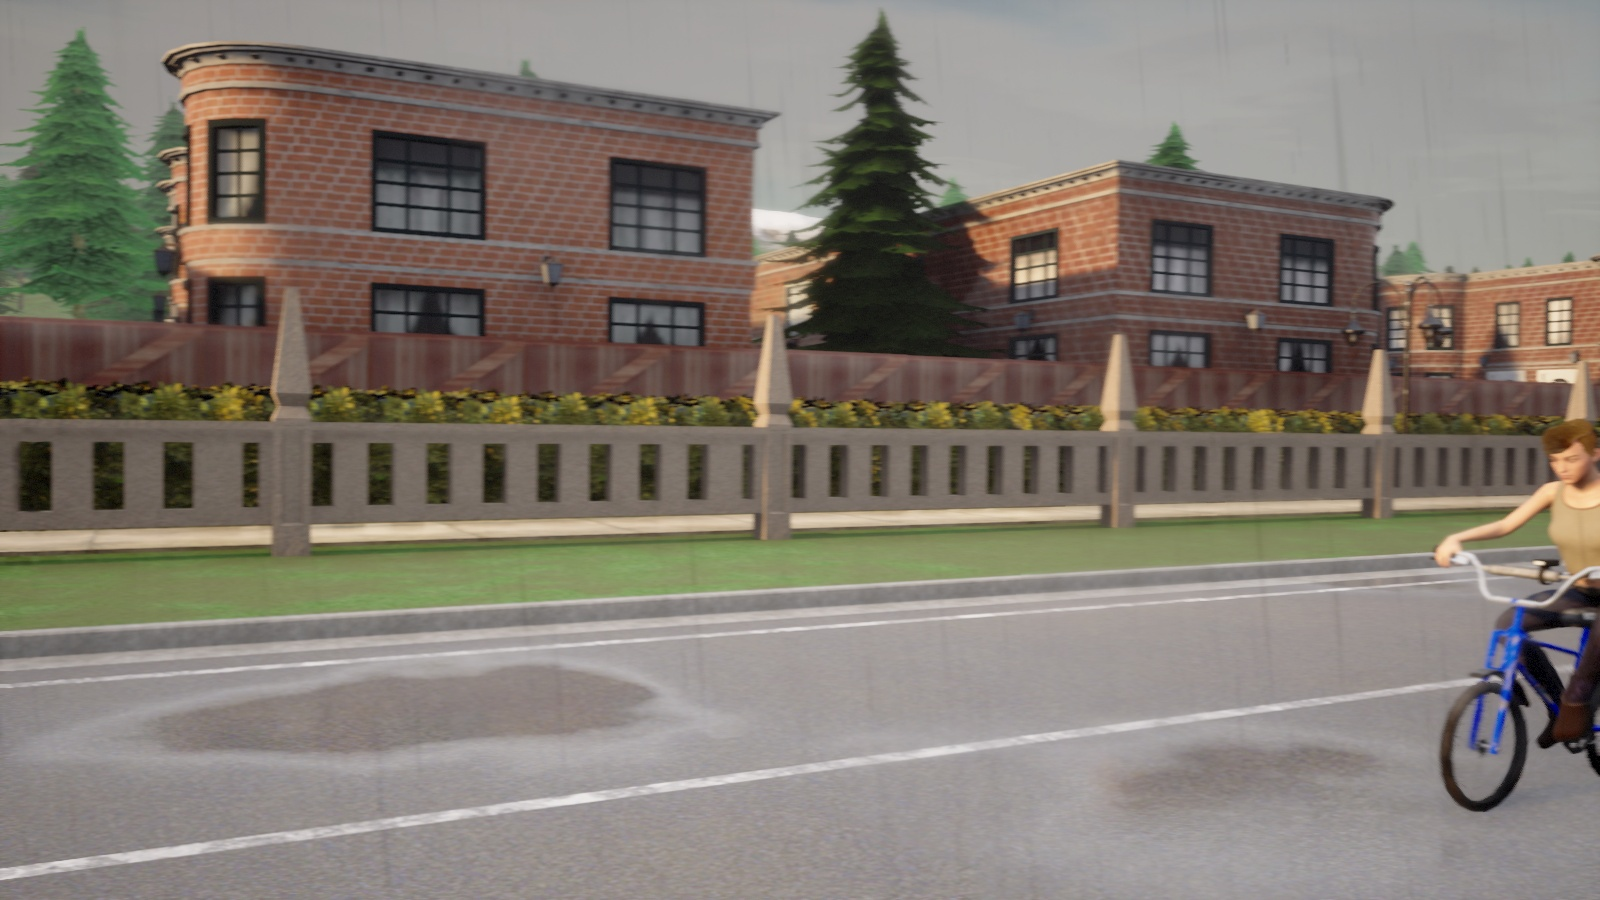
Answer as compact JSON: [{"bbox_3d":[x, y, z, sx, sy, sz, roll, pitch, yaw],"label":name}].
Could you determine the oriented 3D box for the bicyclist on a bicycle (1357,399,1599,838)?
[{"bbox_3d":[3.256,0.603,5.335,1.509,1.612,0.866,-1,1,-27],"label":"bicyclist on a bicycle"}]
